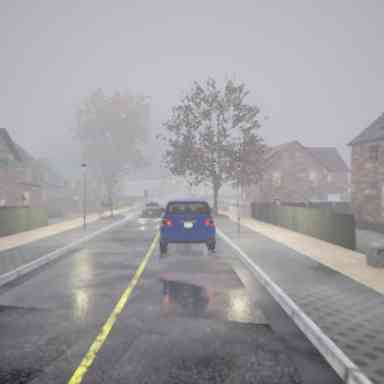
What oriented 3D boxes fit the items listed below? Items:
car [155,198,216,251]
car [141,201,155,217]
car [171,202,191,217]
[{"bbox_3d":[-0.230,1.281,14.471,2.150,2.045,5.566,0,0,-2],"label":"car"},{"bbox_3d":[-3.952,1.691,33.246,1.837,1.490,4.892,0,0,-3],"label":"car"},{"bbox_3d":[-1.137,1.781,34.020,1.895,1.301,4.718,0,0,-3],"label":"car"}]
